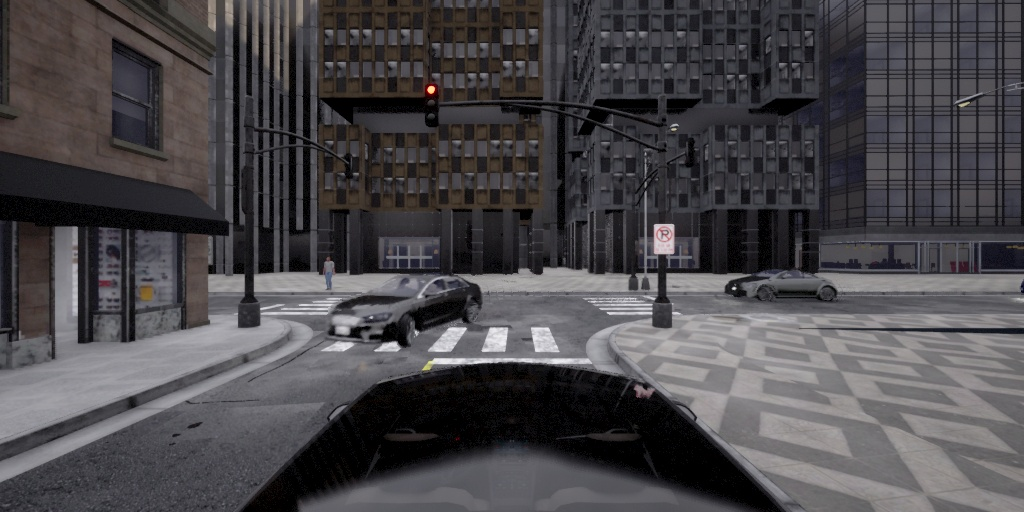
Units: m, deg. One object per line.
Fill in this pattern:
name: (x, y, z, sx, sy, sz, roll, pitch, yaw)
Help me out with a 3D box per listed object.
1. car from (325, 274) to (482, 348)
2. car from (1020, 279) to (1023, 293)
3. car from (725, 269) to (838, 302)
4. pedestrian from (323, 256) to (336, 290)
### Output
car: (-2.508, 1.241, 9.518, 2.128, 1.511, 4.902, -1, 0, 22)
car: (26.342, 1.063, 16.199, 4.553, 1.767, 2.097, 0, 0, 0)
car: (12.116, 1.294, 16.303, 4.181, 1.385, 1.994, 0, 0, 0)
pedestrian: (-9.929, 0.902, 19.486, 0.375, 1.860, 0.375, 0, 0, 0)
